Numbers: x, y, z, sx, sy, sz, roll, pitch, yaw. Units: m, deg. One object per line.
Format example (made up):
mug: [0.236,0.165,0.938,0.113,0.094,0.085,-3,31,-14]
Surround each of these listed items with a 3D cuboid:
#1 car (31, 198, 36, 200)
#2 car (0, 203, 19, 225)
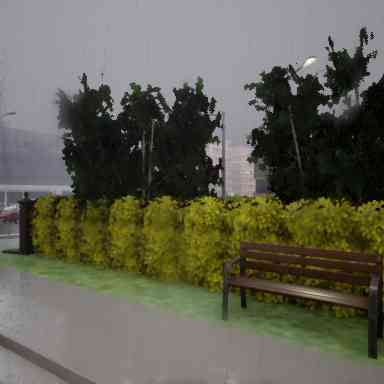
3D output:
car: [-18.543,1.477,38.297,1.812,1.442,4.674,0,0,33]
car: [-11.393,1.513,23.745,1.812,1.442,4.674,0,0,35]
